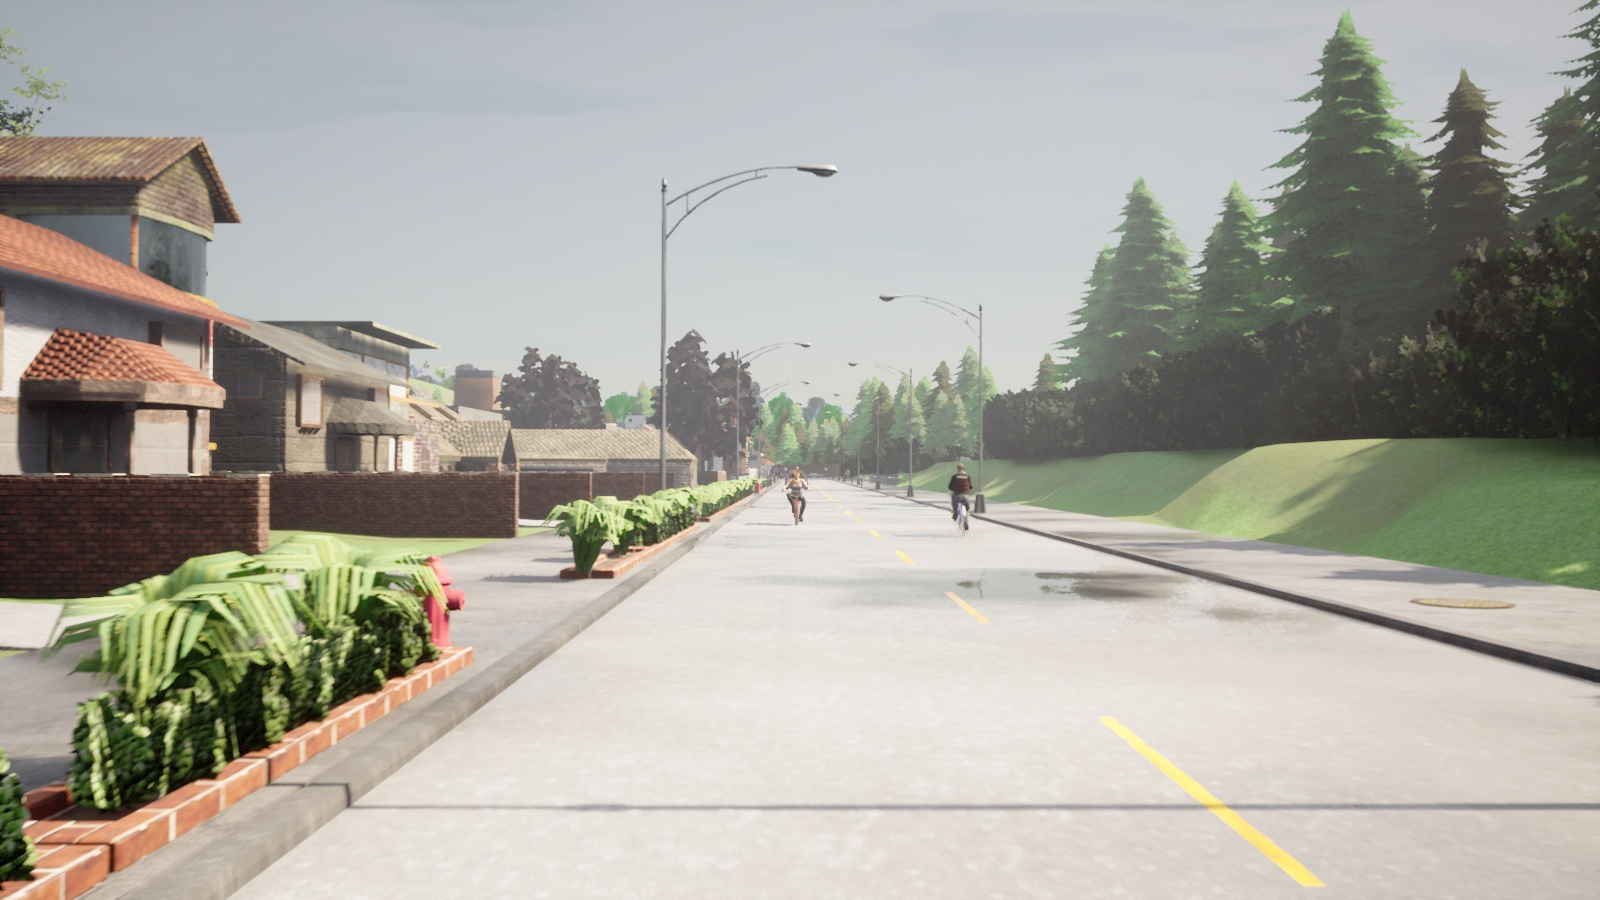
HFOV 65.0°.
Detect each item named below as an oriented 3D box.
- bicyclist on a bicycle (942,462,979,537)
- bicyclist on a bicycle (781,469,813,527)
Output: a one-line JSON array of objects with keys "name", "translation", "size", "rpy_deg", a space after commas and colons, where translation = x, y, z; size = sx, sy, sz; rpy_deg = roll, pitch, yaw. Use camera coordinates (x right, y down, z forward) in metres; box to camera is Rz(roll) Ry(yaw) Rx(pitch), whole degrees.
[{"name": "bicyclist on a bicycle", "translation": [3.925, 1.186, 30.850], "size": [0.659, 1.776, 1.843], "rpy_deg": [0, -1, 0]}, {"name": "bicyclist on a bicycle", "translation": [-0.087, 1.351, 35.809], "size": [0.866, 1.612, 1.509], "rpy_deg": [0, -1, 0]}]
